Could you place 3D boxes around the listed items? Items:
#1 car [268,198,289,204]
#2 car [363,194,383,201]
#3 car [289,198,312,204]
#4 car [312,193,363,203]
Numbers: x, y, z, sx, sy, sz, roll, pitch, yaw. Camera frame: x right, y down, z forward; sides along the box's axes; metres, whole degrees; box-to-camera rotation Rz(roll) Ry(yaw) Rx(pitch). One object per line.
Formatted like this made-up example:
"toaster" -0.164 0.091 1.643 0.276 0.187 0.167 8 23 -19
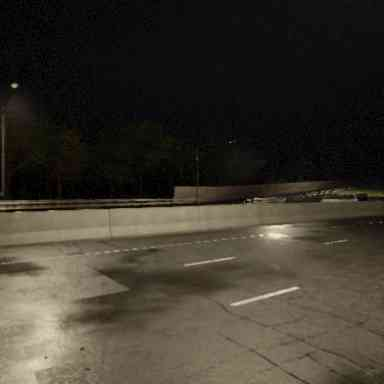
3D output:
"car" 11.936 1.536 42.622 5.357 1.411 2.033 0 0 -35
"car" 27.583 1.497 49.462 5.008 1.535 1.882 0 0 -35
"car" 14.308 1.468 40.014 5.008 1.535 1.882 0 0 -35
"car" 16.372 1.213 37.190 5.566 2.045 2.150 0 0 -35
